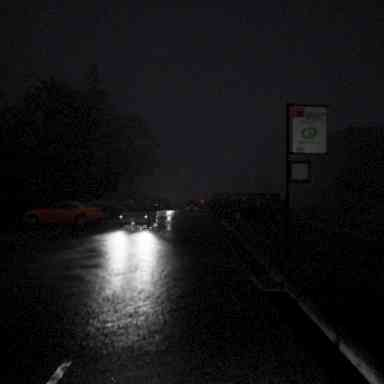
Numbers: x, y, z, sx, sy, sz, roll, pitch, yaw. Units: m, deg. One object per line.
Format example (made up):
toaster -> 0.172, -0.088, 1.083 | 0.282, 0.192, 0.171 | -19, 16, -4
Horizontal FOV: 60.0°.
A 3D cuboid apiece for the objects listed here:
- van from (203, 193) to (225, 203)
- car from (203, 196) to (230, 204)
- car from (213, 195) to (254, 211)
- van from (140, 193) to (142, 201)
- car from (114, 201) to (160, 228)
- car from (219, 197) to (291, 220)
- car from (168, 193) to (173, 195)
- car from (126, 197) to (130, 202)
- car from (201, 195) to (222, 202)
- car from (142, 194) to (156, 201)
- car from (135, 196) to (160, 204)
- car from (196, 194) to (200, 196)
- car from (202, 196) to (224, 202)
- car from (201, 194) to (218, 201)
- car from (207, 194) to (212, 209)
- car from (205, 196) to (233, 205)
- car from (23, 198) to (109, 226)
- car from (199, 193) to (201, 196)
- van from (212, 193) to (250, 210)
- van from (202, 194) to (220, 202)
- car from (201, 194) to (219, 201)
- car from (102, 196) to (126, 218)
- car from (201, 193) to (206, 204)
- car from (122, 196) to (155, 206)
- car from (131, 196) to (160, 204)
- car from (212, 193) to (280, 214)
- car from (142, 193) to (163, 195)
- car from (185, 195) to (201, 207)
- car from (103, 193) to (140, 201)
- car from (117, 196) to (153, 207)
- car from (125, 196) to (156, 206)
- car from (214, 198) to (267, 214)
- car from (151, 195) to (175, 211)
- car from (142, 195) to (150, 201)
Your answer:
van -> 4.740, 1.303, 72.117 | 4.442, 1.987, 1.878 | 0, 0, 0
car -> 4.652, 1.470, 63.709 | 5.008, 1.535, 2.097 | 0, 0, 0
car -> 4.743, 1.237, 38.479 | 4.553, 1.767, 2.185 | 0, 0, 0
van -> -8.484, 1.138, 38.398 | 4.442, 1.987, 1.878 | 0, 0, 0
car -> -3.365, 1.484, 21.236 | 1.895, 1.301, 4.718 | 0, 0, 0
car -> 4.734, 1.353, 24.467 | 4.892, 1.521, 2.231 | 0, 0, 0
car -> -8.523, 1.688, 94.133 | 4.892, 1.521, 2.231 | 0, 0, 0
car -> -8.358, 1.389, 30.049 | 4.674, 1.452, 2.002 | 0, 0, 0
car -> 4.605, 1.588, 80.525 | 5.008, 1.535, 2.097 | 0, 0, 0
car -> -8.201, 1.394, 46.755 | 5.366, 1.575, 1.946 | 0, 0, 0
car -> -8.430, 1.511, 63.341 | 4.674, 1.452, 2.002 | 0, 0, 0
car -> -0.091, 1.523, 60.864 | 2.033, 1.411, 5.357 | 0, 0, 0
car -> 4.644, 1.578, 74.918 | 4.792, 1.488, 2.163 | 0, 0, 0
car -> 4.608, 1.522, 88.935 | 4.553, 1.767, 2.185 | 0, 0, 0
car -> 4.688, 1.104, 35.678 | 5.566, 2.045, 2.435 | 0, 0, 0
car -> 4.691, 1.469, 58.101 | 4.792, 1.488, 2.163 | 0, 0, 0
car -> -8.344, 1.360, 21.693 | 5.008, 1.535, 2.097 | 0, 0, 0
car -> 4.453, 1.486, 66.508 | 5.366, 1.575, 1.946 | 0, 0, 0
van -> 4.822, 1.147, 41.283 | 4.442, 1.987, 1.878 | 0, 0, 0
van -> 4.709, 1.382, 83.330 | 4.442, 1.987, 1.878 | 0, 0, 0
car -> 4.553, 1.502, 86.132 | 4.553, 1.767, 2.185 | 0, 0, 0
car -> -8.359, 1.348, 27.262 | 5.008, 1.535, 2.097 | 0, 0, 0
car -> 4.649, 1.165, 52.497 | 5.566, 2.045, 2.435 | 0, 0, 0
car -> -8.373, 1.448, 52.326 | 4.792, 1.488, 2.163 | 0, 0, 0
car -> -8.420, 1.456, 60.681 | 5.008, 1.535, 2.097 | 0, 0, 0
car -> 4.698, 1.096, 27.268 | 5.566, 2.045, 2.435 | 0, 0, 0
car -> -8.389, 1.190, 57.895 | 5.566, 2.045, 2.435 | 0, 0, 0
car -> -0.063, 1.532, 50.869 | 1.895, 1.301, 4.718 | 0, 0, 0
car -> -8.332, 1.231, 35.617 | 4.553, 1.767, 2.185 | 0, 0, 0
car -> -8.389, 1.407, 49.541 | 5.008, 1.535, 2.097 | 0, 0, 0
car -> -8.438, 1.459, 55.111 | 4.792, 1.488, 2.163 | 0, 0, 0
car -> 4.714, 1.349, 32.872 | 4.892, 1.521, 2.231 | 0, 0, 0
car -> -3.376, 1.393, 39.702 | 1.837, 1.490, 4.892 | 0, 0, 0
car -> -8.378, 1.426, 43.969 | 4.674, 1.452, 2.002 | 0, 0, 0
